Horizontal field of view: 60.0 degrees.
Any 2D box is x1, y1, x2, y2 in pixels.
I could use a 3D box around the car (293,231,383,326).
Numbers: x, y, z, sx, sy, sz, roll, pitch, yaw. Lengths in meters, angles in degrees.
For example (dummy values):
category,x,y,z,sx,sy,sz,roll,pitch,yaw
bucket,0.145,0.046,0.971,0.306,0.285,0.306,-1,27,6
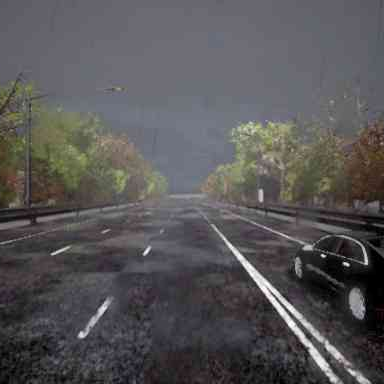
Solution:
category,x,y,z,sx,sy,sz,roll,pitch,yaw
car,3.731,1.603,7.222,1.837,1.490,4.892,0,-1,-2
